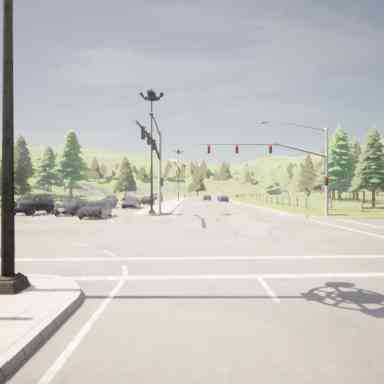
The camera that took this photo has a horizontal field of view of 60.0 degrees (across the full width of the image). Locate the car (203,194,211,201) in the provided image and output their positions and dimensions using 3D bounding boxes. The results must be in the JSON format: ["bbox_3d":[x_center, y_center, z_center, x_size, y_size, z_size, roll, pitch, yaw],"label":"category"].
[{"bbox_3d":[3.812,1.349,84.021,2.097,1.767,4.553,0,0,2],"label":"car"}]

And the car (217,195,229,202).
[{"bbox_3d":[7.095,1.472,73.875,1.882,1.535,5.008,0,0,1],"label":"car"}]

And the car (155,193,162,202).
[{"bbox_3d":[-7.902,1.203,74.305,2.150,2.045,5.566,0,0,0],"label":"car"}]

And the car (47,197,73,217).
[{"bbox_3d":[-11.575,1.489,31.870,2.128,1.511,4.902,0,0,0],"label":"car"}]

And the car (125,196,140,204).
[{"bbox_3d":[-11.489,1.559,64.511,1.994,1.385,4.181,0,0,1],"label":"car"}]

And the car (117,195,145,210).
[{"bbox_3d":[-8.066,1.544,44.255,2.033,1.411,5.357,0,0,0],"label":"car"}]

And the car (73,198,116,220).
[{"bbox_3d":[-8.080,1.503,28.077,1.837,1.490,4.892,0,0,0],"label":"car"}]

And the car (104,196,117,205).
[{"bbox_3d":[-11.565,1.597,45.113,1.895,1.301,4.718,0,0,0],"label":"car"}]

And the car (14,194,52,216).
[{"bbox_3d":[-15.673,1.221,32.489,2.150,2.045,5.566,0,0,8],"label":"car"}]

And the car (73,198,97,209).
[{"bbox_3d":[-15.062,1.597,46.976,1.895,1.301,4.718,0,0,0],"label":"car"}]

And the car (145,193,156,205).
[{"bbox_3d":[-8.033,1.473,58.646,1.882,1.535,5.008,0,0,0],"label":"car"}]

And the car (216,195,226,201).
[{"bbox_3d":[7.320,1.519,84.279,2.128,1.511,4.902,0,0,2],"label":"car"}]

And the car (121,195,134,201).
[{"bbox_3d":[-14.864,1.411,76.874,2.033,1.411,5.357,0,0,1],"label":"car"}]
